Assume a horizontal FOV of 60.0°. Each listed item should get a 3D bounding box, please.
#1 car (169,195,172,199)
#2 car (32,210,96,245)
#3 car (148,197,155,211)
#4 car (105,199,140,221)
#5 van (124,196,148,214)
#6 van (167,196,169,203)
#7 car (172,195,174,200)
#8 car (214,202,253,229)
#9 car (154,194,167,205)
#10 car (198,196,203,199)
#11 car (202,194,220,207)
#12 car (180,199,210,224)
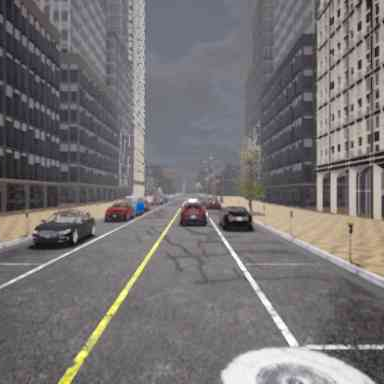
[{"bbox_3d":[-5.696,1.472,66.513,1.947,1.339,4.313,0,0,0],"label":"car"},{"bbox_3d":[-5.689,1.534,15.282,2.008,1.369,4.403,0,0,0],"label":"car"},{"bbox_3d":[-5.692,1.535,38.052,1.802,1.307,4.206,0,0,0],"label":"car"},{"bbox_3d":[-5.691,1.513,26.667,1.887,1.381,4.507,0,0,0],"label":"car"},{"bbox_3d":[-5.690,1.302,32.359,1.690,1.788,3.998,0,0,0],"label":"van"},{"bbox_3d":[-5.694,1.257,60.820,1.690,1.788,3.998,0,0,0],"label":"van"},{"bbox_3d":[-5.698,1.391,89.110,1.752,1.417,4.829,0,0,0],"label":"car"},{"bbox_3d":[2.691,1.542,20.963,1.947,1.339,4.313,0,0,0],"label":"car"},{"bbox_3d":[-5.694,1.366,55.127,1.967,1.590,4.097,0,0,0],"label":"car"},{"bbox_3d":[0.094,1.547,42.339,1.895,1.301,4.718,0,0,0],"label":"car"},{"bbox_3d":[2.689,1.384,43.730,1.967,1.590,4.097,0,0,0],"label":"car"},{"bbox_3d":[0.096,1.497,24.505,1.812,1.442,4.674,0,0,0],"label":"car"}]
